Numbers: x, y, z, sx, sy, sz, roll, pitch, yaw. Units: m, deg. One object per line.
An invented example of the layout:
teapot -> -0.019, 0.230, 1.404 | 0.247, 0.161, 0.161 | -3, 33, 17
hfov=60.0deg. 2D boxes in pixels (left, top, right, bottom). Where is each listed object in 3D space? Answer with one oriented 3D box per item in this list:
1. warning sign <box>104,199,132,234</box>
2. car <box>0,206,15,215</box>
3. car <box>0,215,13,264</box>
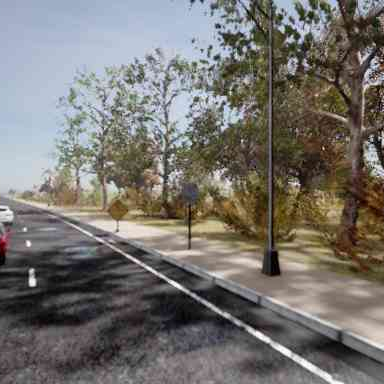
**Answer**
warning sign -> -4.170, 1.323, 18.642 | 1.300, 1.860, 1.060 | 1, -1, -27
car -> -14.865, 1.808, 25.765 | 1.812, 1.442, 4.674 | 0, 0, -28
car -> -7.557, 1.734, 11.873 | 1.895, 1.301, 4.718 | 0, -1, -27
